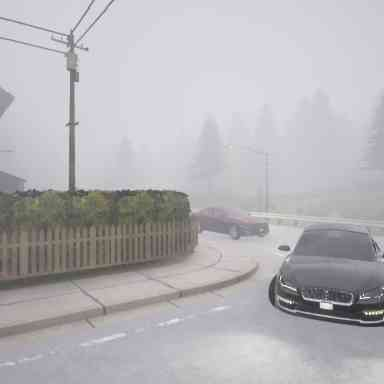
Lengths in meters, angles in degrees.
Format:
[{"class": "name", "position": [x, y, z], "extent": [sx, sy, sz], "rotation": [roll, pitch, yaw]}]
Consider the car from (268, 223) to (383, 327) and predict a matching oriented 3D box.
[{"class": "car", "position": [3.151, 1.505, 7.292], "extent": [1.837, 1.490, 4.892], "rotation": [0, 0, 27]}]

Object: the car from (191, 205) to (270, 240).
[{"class": "car", "position": [1.851, 1.478, 17.428], "extent": [1.882, 1.535, 5.008], "rotation": [0, 0, -33]}]
